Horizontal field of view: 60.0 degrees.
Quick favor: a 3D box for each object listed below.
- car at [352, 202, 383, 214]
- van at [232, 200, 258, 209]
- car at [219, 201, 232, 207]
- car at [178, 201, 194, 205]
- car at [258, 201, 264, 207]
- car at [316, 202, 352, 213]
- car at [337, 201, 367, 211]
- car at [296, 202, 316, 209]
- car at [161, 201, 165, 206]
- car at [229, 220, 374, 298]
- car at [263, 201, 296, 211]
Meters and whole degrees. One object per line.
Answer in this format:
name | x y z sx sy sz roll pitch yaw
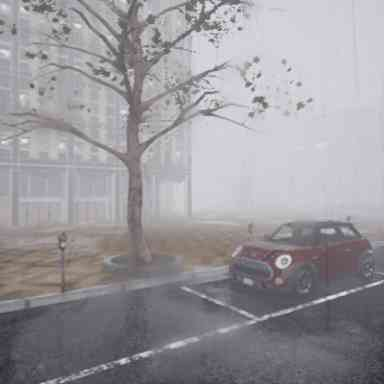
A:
car | 24.441 2.304 44.521 2.008 1.369 4.403 -1 0 -36
van | 10.171 2.449 64.390 1.690 1.788 3.998 -1 0 -36
car | 8.463 2.915 81.084 1.802 1.307 4.206 -1 0 -36
car | -1.341 3.017 94.615 1.967 1.590 4.097 -1 0 -36
car | 14.998 2.611 72.067 1.967 1.590 4.097 -1 0 -36
car | 21.173 2.384 49.031 2.008 1.369 4.403 -1 0 -36
car | 26.856 2.321 55.910 1.967 1.590 4.097 -1 0 -36
car | 21.595 2.591 63.090 1.802 1.307 4.206 -1 0 -36
car | -8.127 3.113 89.700 2.008 1.369 4.403 -1 0 -36
car | 2.890 1.504 8.630 4.097 1.590 1.967 1 -1 -35
car | 15.092 2.529 57.504 1.887 1.381 4.507 -1 0 -36
